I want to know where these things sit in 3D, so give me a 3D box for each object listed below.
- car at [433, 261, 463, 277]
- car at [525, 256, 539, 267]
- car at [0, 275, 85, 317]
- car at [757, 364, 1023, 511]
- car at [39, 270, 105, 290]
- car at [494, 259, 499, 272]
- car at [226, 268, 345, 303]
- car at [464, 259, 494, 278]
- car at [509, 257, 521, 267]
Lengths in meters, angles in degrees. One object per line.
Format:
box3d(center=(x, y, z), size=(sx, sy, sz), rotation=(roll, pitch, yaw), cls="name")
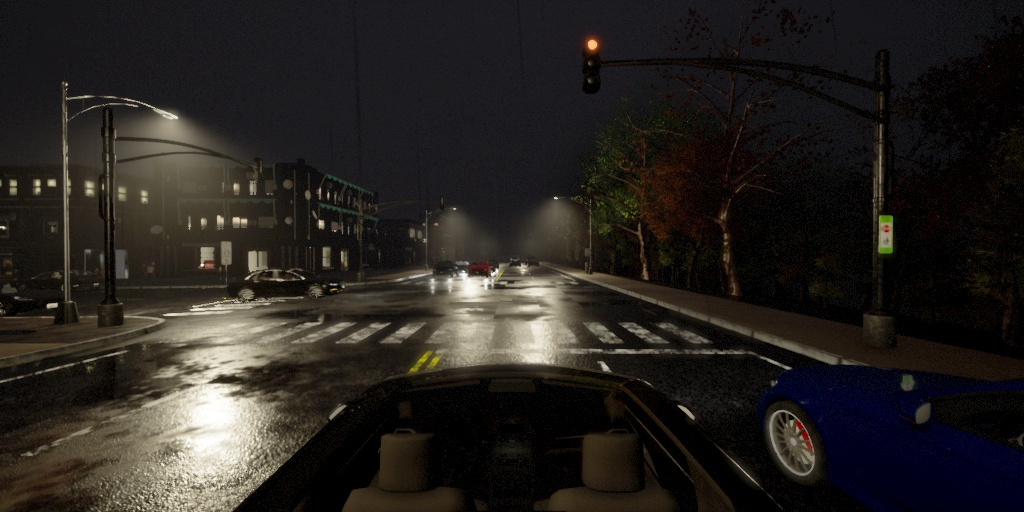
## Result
box3d(center=(-6.330, 1.212, 34.737), size=(1.882, 1.535, 5.008), rotation=(0, 0, 1), cls="car")
box3d(center=(3.853, 1.194, 64.701), size=(1.882, 1.535, 5.008), rotation=(0, 0, 1), cls="car")
box3d(center=(-19.854, 1.563, 13.822), size=(4.313, 1.339, 1.948), rotation=(0, 0, 1), cls="car")
box3d(center=(3.355, 1.276, 1.635), size=(1.812, 1.442, 4.674), rotation=(0, 0, 1), cls="car")
box3d(center=(-28.118, 1.556, 22.401), size=(4.403, 1.370, 2.007), rotation=(0, 0, 1), cls="car")
box3d(center=(-2.994, 1.254, 44.641), size=(1.812, 1.442, 4.674), rotation=(0, 0, 1), cls="car")
box3d(center=(-10.562, 1.313, 16.978), size=(4.892, 1.490, 1.837), rotation=(-2, 1, -7), cls="car")
box3d(center=(-3.074, 1.212, 34.580), size=(1.882, 1.535, 5.008), rotation=(0, 0, 1), cls="car")
box3d(center=(0.609, 1.280, 64.554), size=(1.994, 1.385, 4.181), rotation=(0, 0, 0), cls="car")
